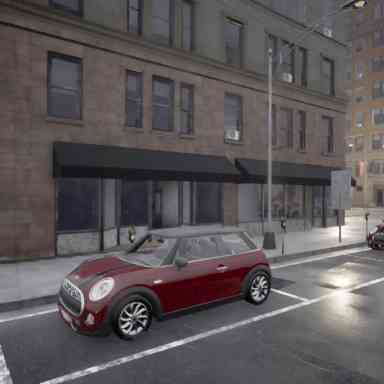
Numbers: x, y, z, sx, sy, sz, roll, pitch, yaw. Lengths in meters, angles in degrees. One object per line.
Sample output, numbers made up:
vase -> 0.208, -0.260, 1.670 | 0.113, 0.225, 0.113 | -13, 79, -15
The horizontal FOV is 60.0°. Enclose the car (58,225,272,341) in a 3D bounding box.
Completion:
car -> -0.395, 1.441, 6.466 | 4.097, 1.590, 1.967 | 0, 0, -35

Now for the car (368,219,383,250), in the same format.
car -> 8.564, 1.445, 12.825 | 4.097, 1.590, 1.967 | 0, 0, -35
